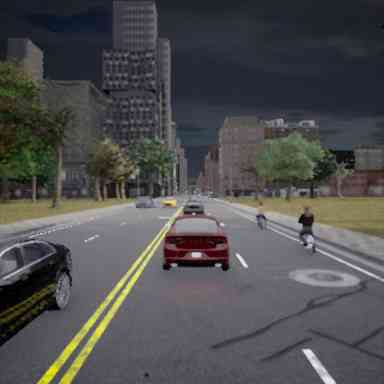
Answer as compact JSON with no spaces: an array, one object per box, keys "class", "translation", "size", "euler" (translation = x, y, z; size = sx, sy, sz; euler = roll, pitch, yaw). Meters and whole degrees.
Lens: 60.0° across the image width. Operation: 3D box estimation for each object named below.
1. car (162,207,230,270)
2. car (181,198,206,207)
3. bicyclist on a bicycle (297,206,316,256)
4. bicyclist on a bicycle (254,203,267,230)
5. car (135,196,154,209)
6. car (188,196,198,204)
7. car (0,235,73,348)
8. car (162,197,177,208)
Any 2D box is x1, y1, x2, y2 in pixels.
[{"class":"car","translation":[0.114,1.481,11.098],"size":[1.882,1.535,5.008],"euler":[0,0,0]},{"class":"car","translation":[0.141,1.529,29.453],"size":[1.837,1.490,4.892],"euler":[0,0,0]},{"class":"bicyclist on a bicycle","translation":[4.159,1.378,12.277],"size":[0.659,1.776,1.843],"euler":[0,0,0]},{"class":"bicyclist on a bicycle","translation":[4.171,1.452,20.245],"size":[0.866,1.612,1.509],"euler":[0,0,0]},{"class":"car","translation":[-6.511,1.395,46.129],"size":[2.097,1.767,4.553],"euler":[0,0,0]},{"class":"car","translation":[0.180,1.616,65.626],"size":[1.812,1.442,4.674],"euler":[0,0,0]},{"class":"car","translation":[-3.345,1.490,4.933],"size":[2.128,1.511,4.902],"euler":[0,0,0]},{"class":"car","translation":[-3.255,1.527,48.075],"size":[1.882,1.535,5.008],"euler":[0,0,0]}]
